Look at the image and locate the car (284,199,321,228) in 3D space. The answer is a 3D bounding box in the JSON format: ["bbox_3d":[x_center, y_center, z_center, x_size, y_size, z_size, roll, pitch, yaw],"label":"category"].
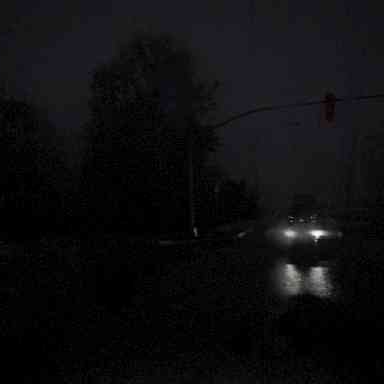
[{"bbox_3d":[7.163,1.407,21.525,1.837,1.490,4.892,-1,0,20],"label":"car"}]

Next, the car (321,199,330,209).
[{"bbox_3d":[18.324,1.692,49.468,1.882,1.535,5.008,-1,-1,5],"label":"car"}]

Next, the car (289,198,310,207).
[{"bbox_3d":[19.086,1.881,59.315,2.128,1.511,4.902,-1,-1,-2],"label":"car"}]

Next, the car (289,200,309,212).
[{"bbox_3d":[13.063,1.676,40.663,1.994,1.385,4.181,-1,-1,14],"label":"car"}]

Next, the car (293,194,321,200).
[{"bbox_3d":[10.395,1.190,30.945,2.150,2.045,5.566,-1,-1,17],"label":"car"}]
